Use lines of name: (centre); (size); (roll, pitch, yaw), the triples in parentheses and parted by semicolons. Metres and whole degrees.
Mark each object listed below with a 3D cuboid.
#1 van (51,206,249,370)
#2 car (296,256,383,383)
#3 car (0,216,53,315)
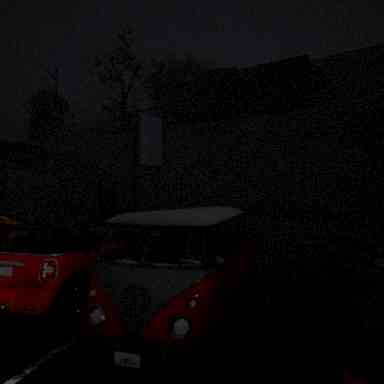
van: (-0.099, 1.264, 5.738); (1.878, 1.987, 4.442); (1, 0, 15)
car: (2.347, 1.531, 4.117); (2.002, 1.452, 4.674); (0, -1, 15)
car: (-2.519, 1.357, 7.559); (2.185, 1.767, 4.553); (0, -1, 15)
